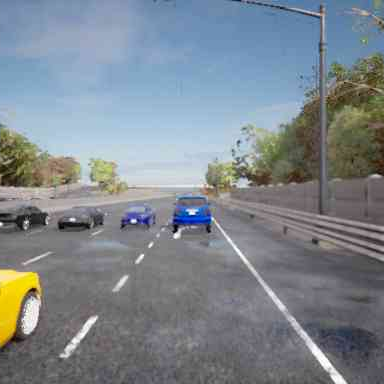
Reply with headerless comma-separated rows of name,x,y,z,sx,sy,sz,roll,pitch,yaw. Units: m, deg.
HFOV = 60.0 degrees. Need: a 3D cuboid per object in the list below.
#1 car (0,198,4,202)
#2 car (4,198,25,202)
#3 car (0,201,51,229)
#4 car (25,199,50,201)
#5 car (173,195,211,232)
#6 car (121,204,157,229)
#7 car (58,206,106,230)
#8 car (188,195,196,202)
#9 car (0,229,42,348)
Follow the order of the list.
car,-28.046,1.549,48.009,1.812,1.442,4.674,0,0,1
car,-24.550,1.624,48.049,1.895,1.301,4.718,0,0,1
car,-10.399,1.503,20.450,1.837,1.490,4.892,0,0,0
car,-21.064,1.622,46.861,1.895,1.301,4.718,0,0,0
car,0.001,1.221,20.398,2.150,2.045,5.566,0,0,0
car,-3.401,1.525,21.670,1.812,1.442,4.674,0,0,0
car,-6.896,1.563,21.194,1.994,1.385,4.181,0,0,0
car,0.001,1.627,85.020,1.837,1.490,4.892,0,0,0
car,-3.397,1.477,3.490,1.882,1.535,5.008,0,0,0
